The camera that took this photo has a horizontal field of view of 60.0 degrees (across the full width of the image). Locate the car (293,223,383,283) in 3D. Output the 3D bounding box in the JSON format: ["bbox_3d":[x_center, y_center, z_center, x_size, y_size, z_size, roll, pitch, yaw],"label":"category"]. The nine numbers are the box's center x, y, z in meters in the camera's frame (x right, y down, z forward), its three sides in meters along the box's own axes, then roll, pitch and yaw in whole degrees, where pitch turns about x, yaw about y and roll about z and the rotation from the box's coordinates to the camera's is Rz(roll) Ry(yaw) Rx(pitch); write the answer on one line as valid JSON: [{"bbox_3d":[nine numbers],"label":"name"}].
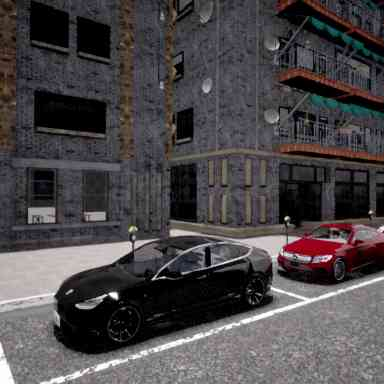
[{"bbox_3d":[4.303,1.585,9.662,4.206,1.307,1.802,0,0,-36],"label":"car"}]

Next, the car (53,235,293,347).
[{"bbox_3d":[-0.294,1.566,6.356,4.313,1.339,1.947,0,0,-36],"label":"car"}]
